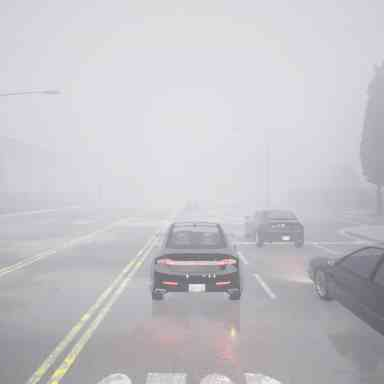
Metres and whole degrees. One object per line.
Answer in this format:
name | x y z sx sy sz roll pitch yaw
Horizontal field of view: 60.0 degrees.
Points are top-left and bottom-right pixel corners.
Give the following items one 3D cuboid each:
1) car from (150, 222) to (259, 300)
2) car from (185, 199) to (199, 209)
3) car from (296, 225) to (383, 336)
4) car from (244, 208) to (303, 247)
car | 0.082 1.492 8.345 2.128 1.511 4.902 0 0 0
car | 0.002 1.601 44.145 1.895 1.301 4.718 0 0 0
car | 3.588 1.547 5.300 2.033 1.411 5.357 0 0 0
car | 3.565 1.505 15.046 1.837 1.490 4.892 0 0 0
